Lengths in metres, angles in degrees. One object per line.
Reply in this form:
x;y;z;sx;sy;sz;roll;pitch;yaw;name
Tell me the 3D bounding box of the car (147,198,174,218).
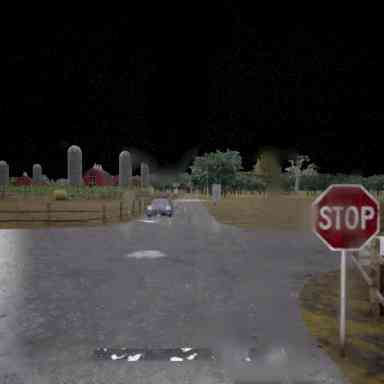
-2.762;1.325;29.813;2.097;1.767;4.553;0;0;0;car
